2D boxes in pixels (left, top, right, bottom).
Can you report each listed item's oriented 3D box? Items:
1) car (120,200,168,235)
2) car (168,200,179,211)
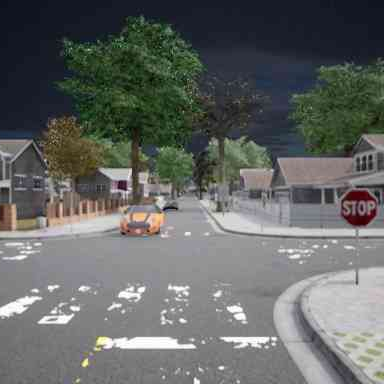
[{"bbox_3d":[-2.753,1.439,19.248,2.097,1.767,4.553,0,0,0],"label":"car"},{"bbox_3d":[-2.756,1.764,44.955,2.033,1.411,5.357,0,0,0],"label":"car"}]
